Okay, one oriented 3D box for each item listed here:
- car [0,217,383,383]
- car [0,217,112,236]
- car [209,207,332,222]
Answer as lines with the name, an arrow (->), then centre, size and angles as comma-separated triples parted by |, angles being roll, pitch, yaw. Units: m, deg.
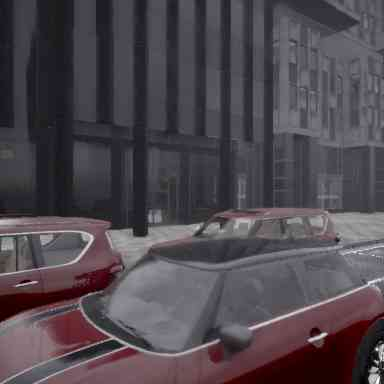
car -> 0.101, 1.352, 3.448 | 4.553, 1.767, 2.097 | 0, 0, -35
car -> -3.254, 1.315, 4.211 | 5.009, 1.841, 2.192 | 0, 0, -35
car -> 1.343, 1.314, 7.479 | 5.009, 1.841, 2.192 | 0, 0, -35
